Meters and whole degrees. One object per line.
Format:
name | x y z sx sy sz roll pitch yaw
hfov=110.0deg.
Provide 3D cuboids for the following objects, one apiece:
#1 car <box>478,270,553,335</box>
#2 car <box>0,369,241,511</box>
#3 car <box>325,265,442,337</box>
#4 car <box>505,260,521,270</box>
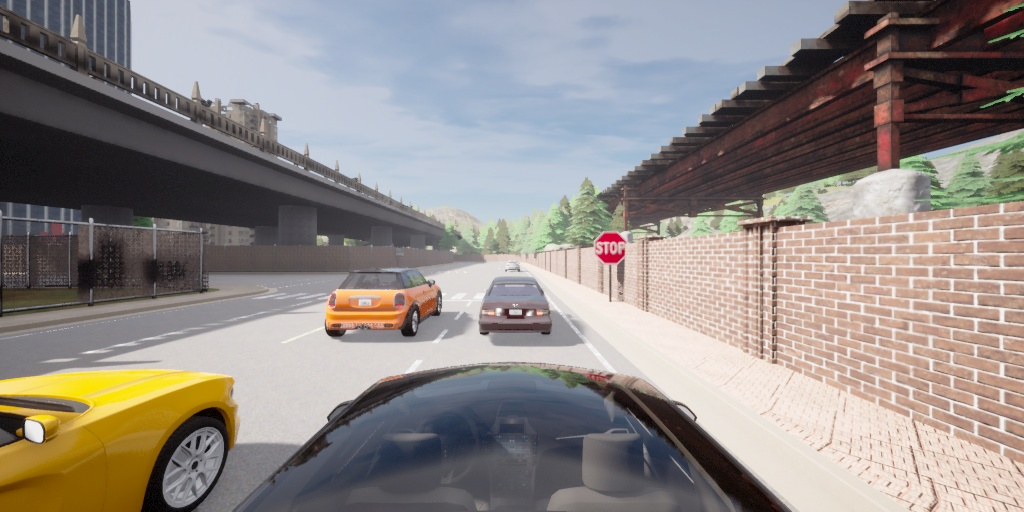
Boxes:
car | 0.078 1.297 10.485 2.033 1.411 5.357 0 0 0
car | -3.398 1.228 1.205 1.882 1.535 5.008 0 0 0
car | -3.423 1.102 10.463 2.097 1.767 4.553 0 0 0
car | 0.067 1.276 46.348 1.812 1.442 4.674 0 0 -1
